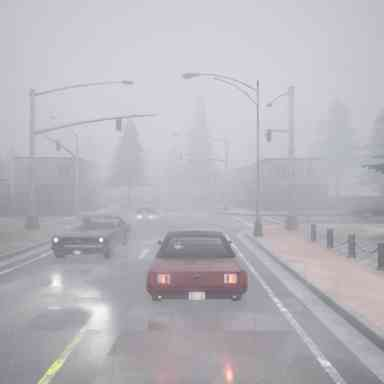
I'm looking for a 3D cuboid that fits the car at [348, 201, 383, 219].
[{"bbox_3d":[15.762,1.476,27.933,4.902,1.511,2.128,0,0,2],"label":"car"}]

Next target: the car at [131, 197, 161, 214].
[{"bbox_3d":[-4.464,1.514,34.555,2.033,1.411,5.357,0,0,3],"label":"car"}]

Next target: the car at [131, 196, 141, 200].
[{"bbox_3d":[-10.595,1.469,64.371,1.837,1.490,4.892,0,0,-25],"label":"car"}]

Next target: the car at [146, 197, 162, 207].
[{"bbox_3d":[-5.831,1.529,50.150,1.994,1.385,4.181,0,0,-13],"label":"car"}]

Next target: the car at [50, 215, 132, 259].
[{"bbox_3d":[-3.609,1.601,12.697,1.895,1.301,4.718,0,0,0],"label":"car"}]

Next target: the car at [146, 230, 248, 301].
[{"bbox_3d":[0.071,1.601,8.268,1.895,1.301,4.718,0,0,-1],"label":"car"}]
